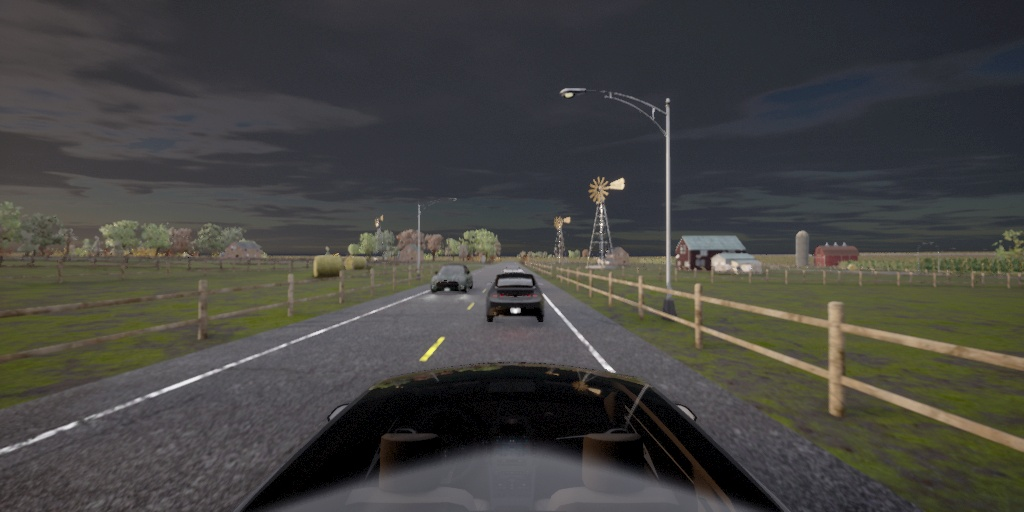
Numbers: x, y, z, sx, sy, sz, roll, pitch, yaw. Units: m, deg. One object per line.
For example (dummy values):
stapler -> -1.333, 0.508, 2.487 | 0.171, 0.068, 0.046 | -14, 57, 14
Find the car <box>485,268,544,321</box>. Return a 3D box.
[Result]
car -> 0.102, 1.364, 12.972 | 1.837, 1.490, 4.892 | 0, 0, 0

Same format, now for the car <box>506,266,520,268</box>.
car -> 0.101, 1.712, 38.858 | 1.895, 1.301, 4.718 | 0, -1, 0

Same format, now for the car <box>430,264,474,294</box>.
car -> -3.598, 1.299, 22.126 | 2.097, 1.767, 4.553 | 0, -1, 0
